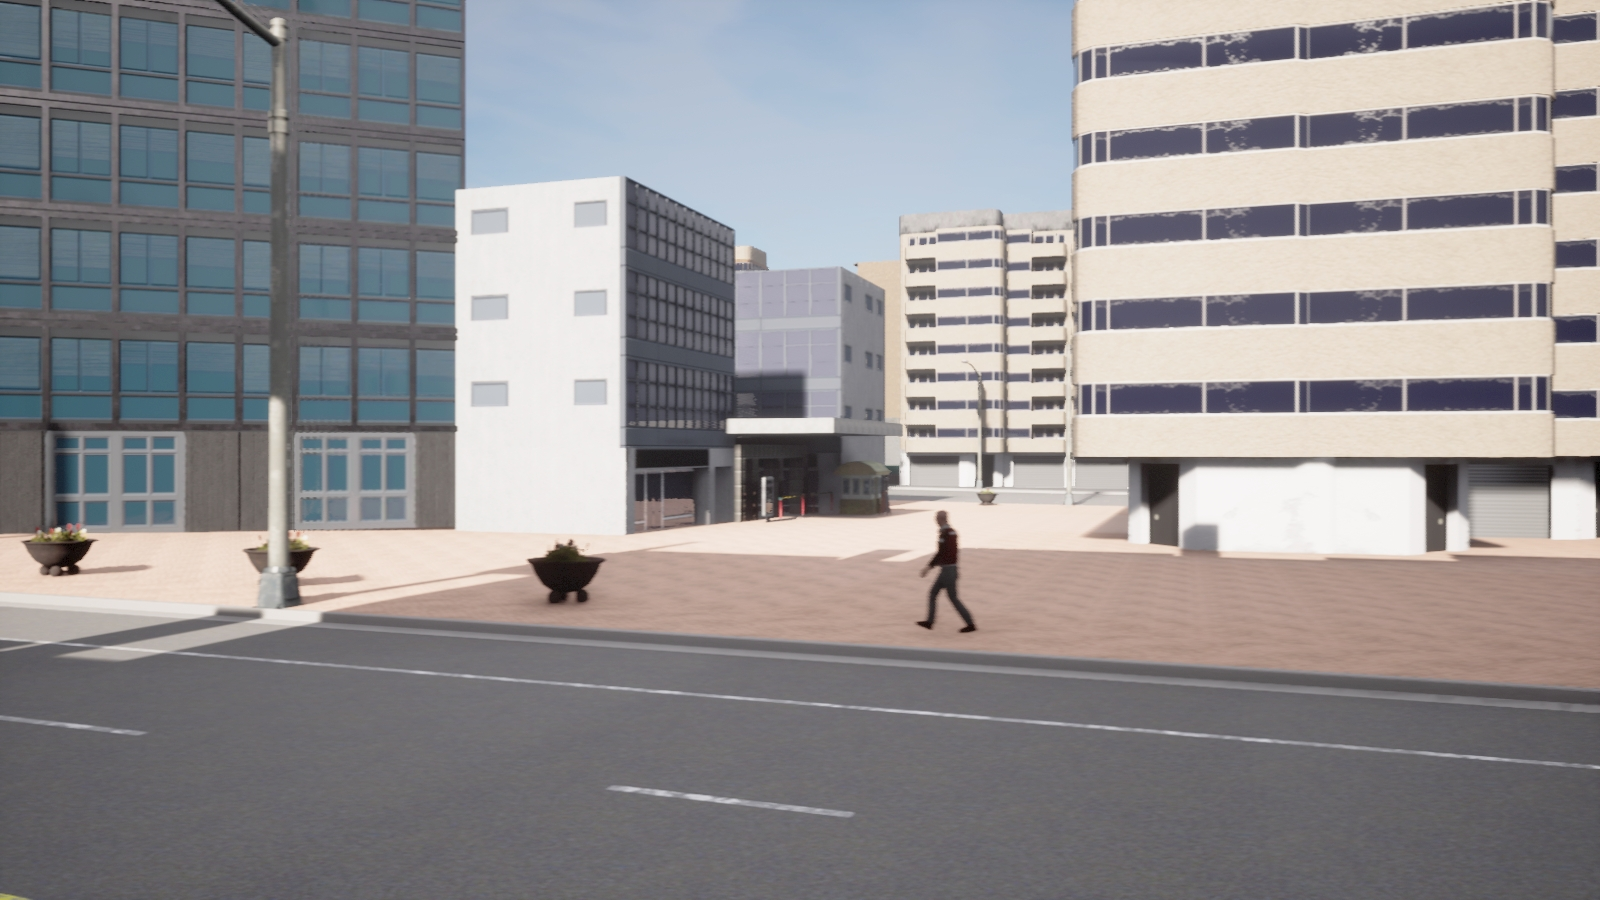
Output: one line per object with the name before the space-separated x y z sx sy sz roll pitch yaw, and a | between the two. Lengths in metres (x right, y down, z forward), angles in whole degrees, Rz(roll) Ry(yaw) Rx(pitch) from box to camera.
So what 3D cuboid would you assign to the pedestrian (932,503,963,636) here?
pedestrian | 2.119 1.698 16.384 0.375 1.860 0.375 0 0 20
